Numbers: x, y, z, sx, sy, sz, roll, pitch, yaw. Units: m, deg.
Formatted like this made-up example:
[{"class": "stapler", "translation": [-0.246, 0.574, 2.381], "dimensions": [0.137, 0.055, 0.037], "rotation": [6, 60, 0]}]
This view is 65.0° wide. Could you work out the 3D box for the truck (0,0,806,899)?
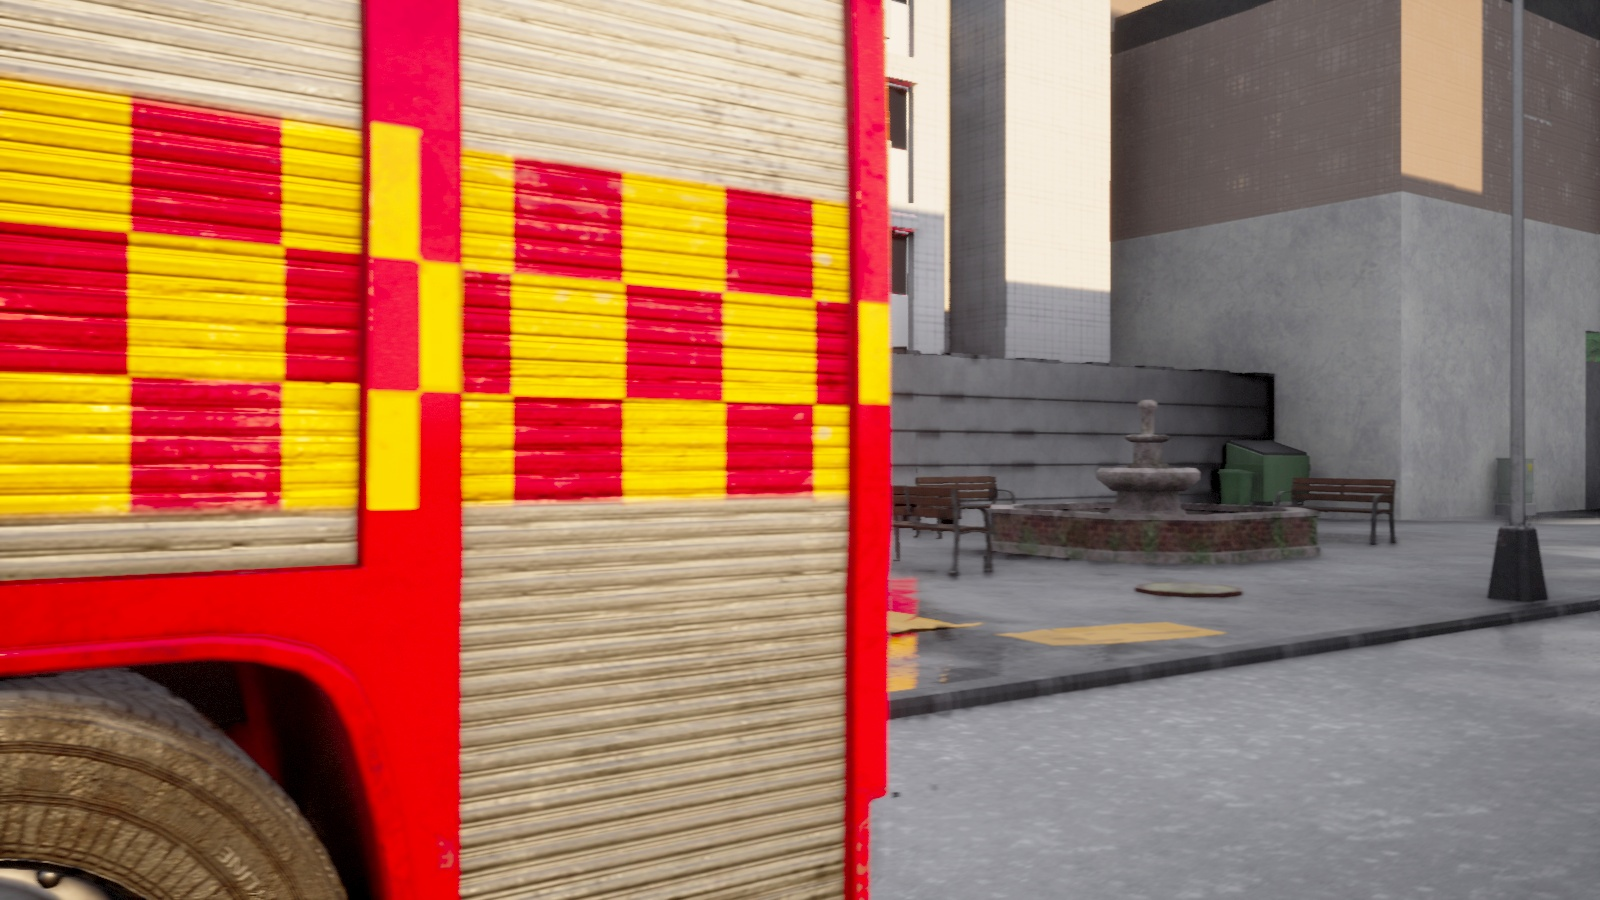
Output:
[{"class": "truck", "translation": [-4.292, -0.408, 1.285], "dimensions": [8.468, 3.827, 2.891], "rotation": [0, 0, -35]}]
